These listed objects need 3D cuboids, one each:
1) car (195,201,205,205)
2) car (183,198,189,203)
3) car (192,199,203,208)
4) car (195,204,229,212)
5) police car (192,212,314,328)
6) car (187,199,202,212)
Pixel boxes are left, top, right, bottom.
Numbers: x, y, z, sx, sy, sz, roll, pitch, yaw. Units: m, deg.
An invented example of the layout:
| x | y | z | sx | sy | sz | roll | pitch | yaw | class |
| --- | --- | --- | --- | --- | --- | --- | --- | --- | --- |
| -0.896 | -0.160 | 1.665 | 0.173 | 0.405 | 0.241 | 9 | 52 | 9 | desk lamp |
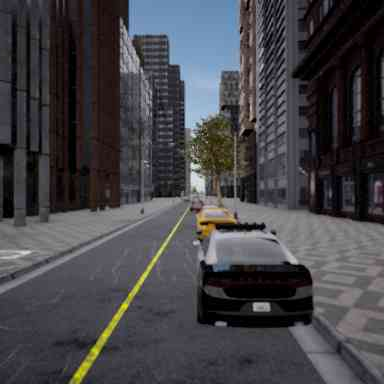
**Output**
| x | y | z | sx | sy | sz | roll | pitch | yaw | class |
| --- | --- | --- | --- | --- | --- | --- | --- | --- | --- |
| 1.306 | 1.641 | 23.486 | 1.801 | 1.575 | 5.366 | 0 | 0 | 1 | car |
| -1.491 | 2.337 | 92.239 | 1.895 | 1.301 | 4.718 | 0 | 0 | 1 | car |
| 0.958 | 1.939 | 57.857 | 1.882 | 1.535 | 5.008 | 0 | 0 | 1 | car |
| 1.207 | 1.614 | 17.296 | 1.882 | 1.535 | 5.008 | 0 | 0 | 1 | car |
| 1.048 | 1.483 | 7.408 | 1.930 | 1.638 | 5.238 | 0 | 0 | 1 | police car |
| 0.775 | 1.926 | 45.254 | 1.994 | 1.385 | 4.181 | 0 | 0 | 2 | car |
